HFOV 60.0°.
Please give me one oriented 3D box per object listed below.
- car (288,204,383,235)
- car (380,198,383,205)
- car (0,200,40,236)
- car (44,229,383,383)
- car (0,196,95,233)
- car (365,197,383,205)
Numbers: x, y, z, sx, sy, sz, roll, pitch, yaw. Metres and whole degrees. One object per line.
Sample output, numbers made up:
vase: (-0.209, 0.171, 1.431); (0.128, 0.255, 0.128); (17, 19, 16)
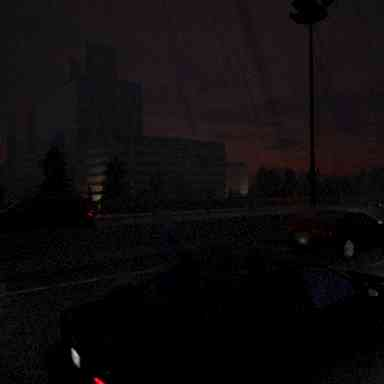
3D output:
car: (5.604, 1.417, 12.177); (5.008, 1.535, 1.882); (0, 0, -36)
car: (20.346, 1.395, 31.815); (4.718, 1.301, 1.895); (-1, 0, -36)
car: (-10.827, 1.406, 17.778); (4.553, 1.767, 2.097); (-1, 0, -36)
car: (0.985, 1.534, 4.497); (5.357, 1.411, 2.033); (-1, 0, -36)
car: (-7.512, 1.254, 15.853); (5.566, 2.045, 2.150); (0, 0, -36)
car: (24.497, 1.329, 43.479); (4.902, 1.511, 2.128); (1, -1, -36)
